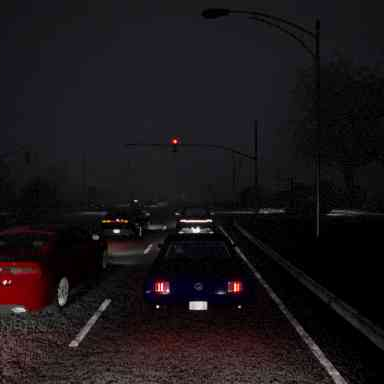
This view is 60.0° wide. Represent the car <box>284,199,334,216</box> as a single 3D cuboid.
[{"bbox_3d":[11.232,1.564,32.682,4.181,1.385,1.994,0,0,5],"label":"car"}]

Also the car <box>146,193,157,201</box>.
[{"bbox_3d":[-10.289,1.221,84.863,2.150,2.045,5.566,0,0,0],"label":"car"}]

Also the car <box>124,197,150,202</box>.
[{"bbox_3d":[-6.996,1.601,42.456,1.895,1.301,4.718,0,0,0],"label":"car"}]

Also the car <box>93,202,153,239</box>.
[{"bbox_3d":[-3.359,1.505,17.271,1.837,1.490,4.892,0,0,0],"label":"car"}]

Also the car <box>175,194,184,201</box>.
[{"bbox_3d":[-3.290,1.532,84.631,2.033,1.411,5.357,0,0,0],"label":"car"}]

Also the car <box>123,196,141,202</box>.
[{"bbox_3d":[-10.446,1.547,57.203,2.033,1.411,5.357,0,0,0],"label":"car"}]

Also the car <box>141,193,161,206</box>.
[{"bbox_3d":[-6.949,1.477,56.498,1.882,1.535,5.008,0,0,0],"label":"car"}]

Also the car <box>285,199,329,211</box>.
[{"bbox_3d":[13.677,1.526,39.628,4.674,1.442,1.812,0,0,5],"label":"car"}]

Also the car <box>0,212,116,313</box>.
[{"bbox_3d":[-3.382,1.478,7.774,1.882,1.535,5.008,0,0,0],"label":"car"}]

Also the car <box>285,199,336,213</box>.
[{"bbox_3d":[12.808,1.491,36.174,4.902,1.511,2.128,0,0,3],"label":"car"}]

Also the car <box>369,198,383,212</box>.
[{"bbox_3d":[22.228,1.470,35.638,5.008,1.535,1.882,0,0,3],"label":"car"}]

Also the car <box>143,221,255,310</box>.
[{"bbox_3d":[0.118,1.601,7.747,1.895,1.301,4.718,0,0,0],"label":"car"}]

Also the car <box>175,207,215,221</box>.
[{"bbox_3d":[0.151,1.491,17.009,2.128,1.511,4.902,0,0,-1],"label":"car"}]

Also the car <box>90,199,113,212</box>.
[{"bbox_3d":[-10.506,1.525,39.083,1.812,1.442,4.674,0,0,0],"label":"car"}]

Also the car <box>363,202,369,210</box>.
[{"bbox_3d":[22.853,1.484,39.110,4.902,1.511,2.128,0,0,3],"label":"car"}]

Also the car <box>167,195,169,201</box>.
[{"bbox_3d":[-6.792,1.538,84.040,2.033,1.411,5.357,0,0,0],"label":"car"}]

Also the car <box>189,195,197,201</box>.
[{"bbox_3d":[0.210,1.500,84.637,1.837,1.490,4.892,0,0,0],"label":"car"}]

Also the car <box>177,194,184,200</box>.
[{"bbox_3d":[-3.224,1.328,95.040,1.882,1.535,5.008,0,0,1],"label":"car"}]

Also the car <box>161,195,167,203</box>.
[{"bbox_3d":[-6.832,1.595,69.248,1.895,1.301,4.718,0,0,0],"label":"car"}]

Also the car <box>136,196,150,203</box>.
[{"bbox_3d":[-10.329,1.540,70.379,2.033,1.411,5.357,0,0,0],"label":"car"}]
